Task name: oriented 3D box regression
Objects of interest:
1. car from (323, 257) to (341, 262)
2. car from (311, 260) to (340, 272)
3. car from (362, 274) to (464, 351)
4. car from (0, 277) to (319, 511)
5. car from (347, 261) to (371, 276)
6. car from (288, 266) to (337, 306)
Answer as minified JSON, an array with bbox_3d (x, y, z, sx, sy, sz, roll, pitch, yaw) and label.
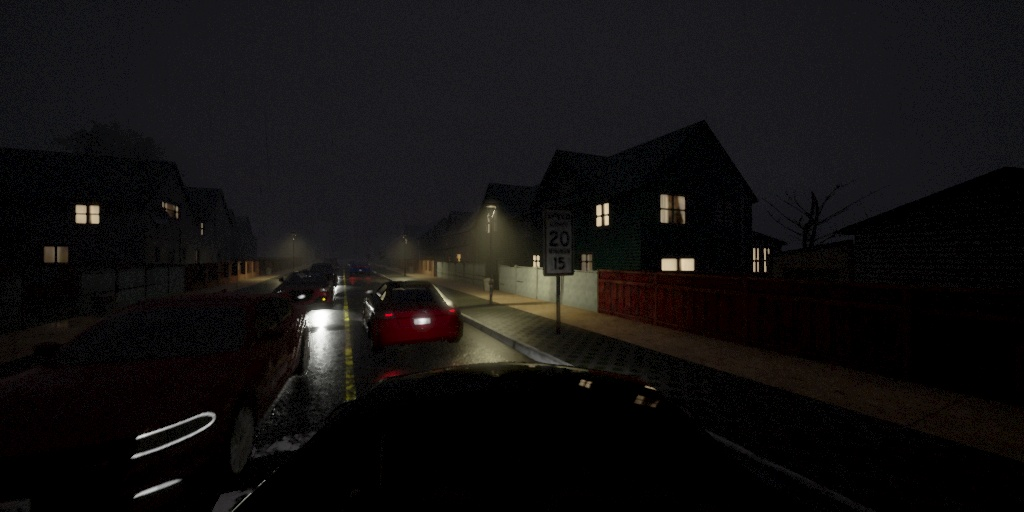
[{"bbox_3d":[-20.191,0.905,39.871,1.837,1.490,4.892,0,0,-25],"label":"car"},{"bbox_3d":[-13.768,1.256,26.025,1.837,1.490,4.892,0,0,-25],"label":"car"},{"bbox_3d":[-2.698,1.313,9.198,1.994,1.385,4.181,0,0,-25],"label":"car"},{"bbox_3d":[-3.883,1.231,4.443,1.882,1.535,5.008,0,0,-21],"label":"car"},{"bbox_3d":[-15.575,1.226,36.640,1.882,1.535,5.008,0,0,-25],"label":"car"},{"bbox_3d":[-8.584,1.315,15.011,1.994,1.385,4.181,0,0,-25],"label":"car"}]
